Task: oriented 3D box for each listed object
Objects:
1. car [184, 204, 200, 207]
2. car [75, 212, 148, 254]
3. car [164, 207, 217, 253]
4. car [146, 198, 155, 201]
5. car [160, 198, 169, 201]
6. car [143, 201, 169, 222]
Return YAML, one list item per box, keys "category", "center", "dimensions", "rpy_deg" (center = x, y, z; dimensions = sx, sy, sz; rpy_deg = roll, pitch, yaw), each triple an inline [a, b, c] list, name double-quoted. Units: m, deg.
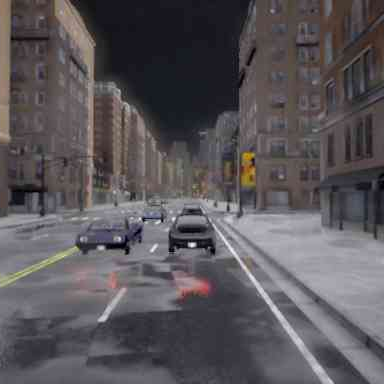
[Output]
- category: "car"
  center: [0.021, 1.781, 29.298]
  dimensions: [1.837, 1.490, 4.892]
  rpy_deg: [0, 0, 0]
- category: "car"
  center: [-3.241, 1.733, 14.108]
  dimensions: [1.895, 1.301, 4.718]
  rpy_deg: [0, 0, 0]
- category: "car"
  center: [0.012, 1.643, 14.288]
  dimensions: [1.837, 1.490, 4.892]
  rpy_deg: [0, 0, 0]
- category: "car"
  center: [-9.708, 2.261, 78.372]
  dimensions: [2.128, 1.511, 4.902]
  rpy_deg: [0, -1, 0]
- category: "car"
  center: [-6.458, 2.236, 78.369]
  dimensions: [1.837, 1.490, 4.892]
  rpy_deg: [0, -1, 0]
- category: "car"
  center: [-3.244, 1.818, 28.992]
  dimensions: [2.033, 1.411, 5.357]
  rpy_deg: [0, 0, 0]
